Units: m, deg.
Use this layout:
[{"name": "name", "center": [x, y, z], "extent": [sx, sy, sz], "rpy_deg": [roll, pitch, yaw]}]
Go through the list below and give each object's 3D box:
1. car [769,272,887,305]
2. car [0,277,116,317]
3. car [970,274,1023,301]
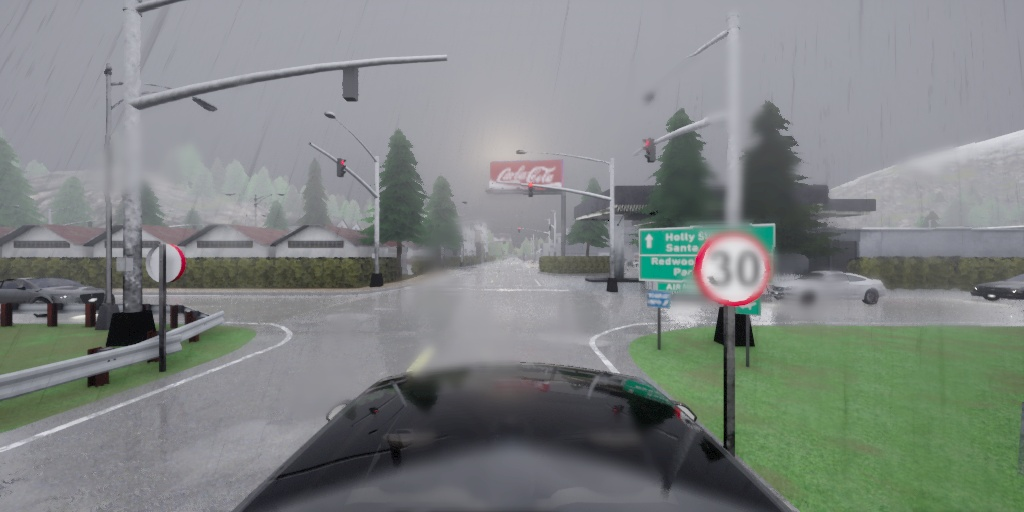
[{"name": "car", "center": [14.854, 1.467, 16.948], "extent": [4.674, 1.442, 1.812], "rpy_deg": [0, 0, 0]}, {"name": "car", "center": [-18.055, 1.505, 13.768], "extent": [4.181, 1.385, 1.994], "rpy_deg": [0, 0, 1]}, {"name": "car", "center": [25.205, 1.489, 16.812], "extent": [5.357, 1.411, 2.033], "rpy_deg": [0, 0, 1]}]
